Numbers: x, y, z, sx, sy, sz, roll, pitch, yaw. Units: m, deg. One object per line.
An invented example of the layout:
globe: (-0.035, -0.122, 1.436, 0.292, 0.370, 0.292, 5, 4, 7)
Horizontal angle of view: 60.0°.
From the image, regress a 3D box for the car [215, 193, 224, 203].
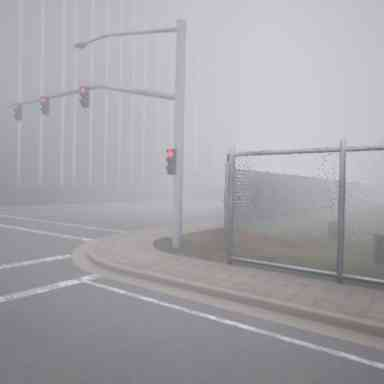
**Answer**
car: (5.286, 0.825, 49.155, 1.837, 1.490, 4.892, 2, 1, 36)
